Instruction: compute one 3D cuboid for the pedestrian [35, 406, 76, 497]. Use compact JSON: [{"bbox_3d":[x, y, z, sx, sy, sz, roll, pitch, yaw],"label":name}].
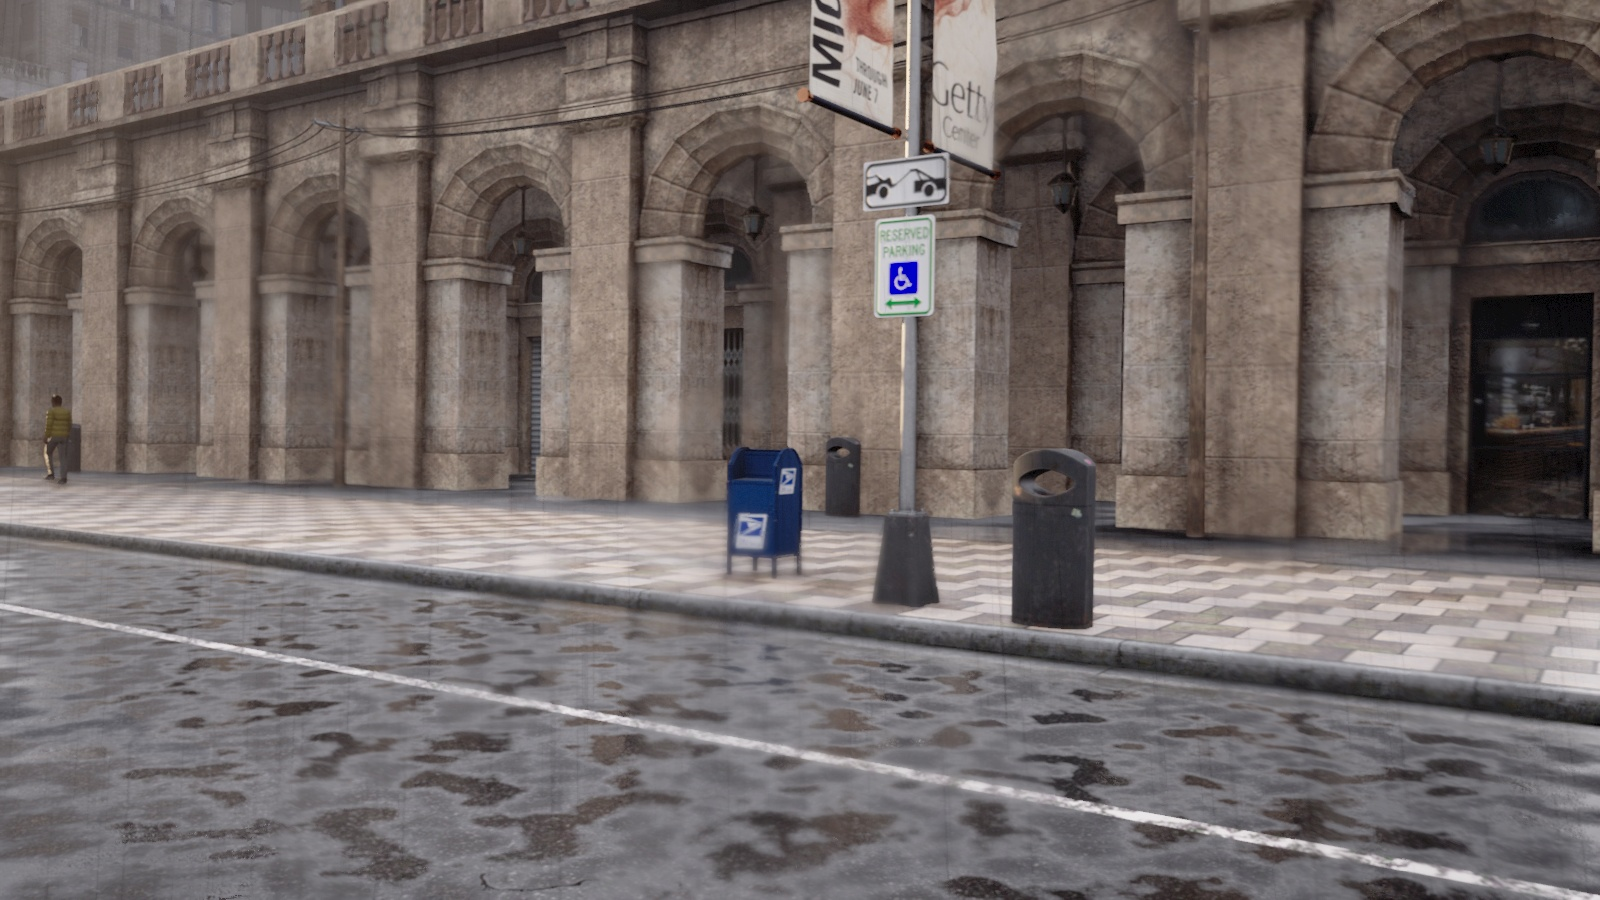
[{"bbox_3d":[-15.295,0.032,25.800,0.709,1.840,0.431,0,1,33],"label":"pedestrian"}]
